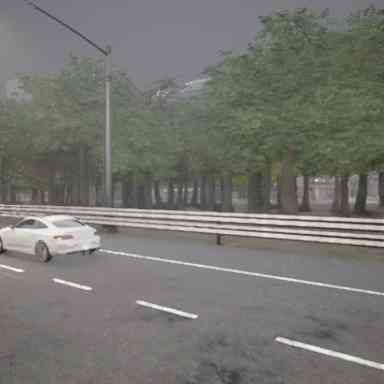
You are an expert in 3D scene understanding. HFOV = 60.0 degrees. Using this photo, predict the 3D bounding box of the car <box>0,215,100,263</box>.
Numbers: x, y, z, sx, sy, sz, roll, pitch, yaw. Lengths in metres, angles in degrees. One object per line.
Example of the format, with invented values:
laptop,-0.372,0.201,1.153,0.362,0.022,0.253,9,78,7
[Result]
car,-5.254,1.540,11.932,4.674,1.442,1.812,0,0,36
